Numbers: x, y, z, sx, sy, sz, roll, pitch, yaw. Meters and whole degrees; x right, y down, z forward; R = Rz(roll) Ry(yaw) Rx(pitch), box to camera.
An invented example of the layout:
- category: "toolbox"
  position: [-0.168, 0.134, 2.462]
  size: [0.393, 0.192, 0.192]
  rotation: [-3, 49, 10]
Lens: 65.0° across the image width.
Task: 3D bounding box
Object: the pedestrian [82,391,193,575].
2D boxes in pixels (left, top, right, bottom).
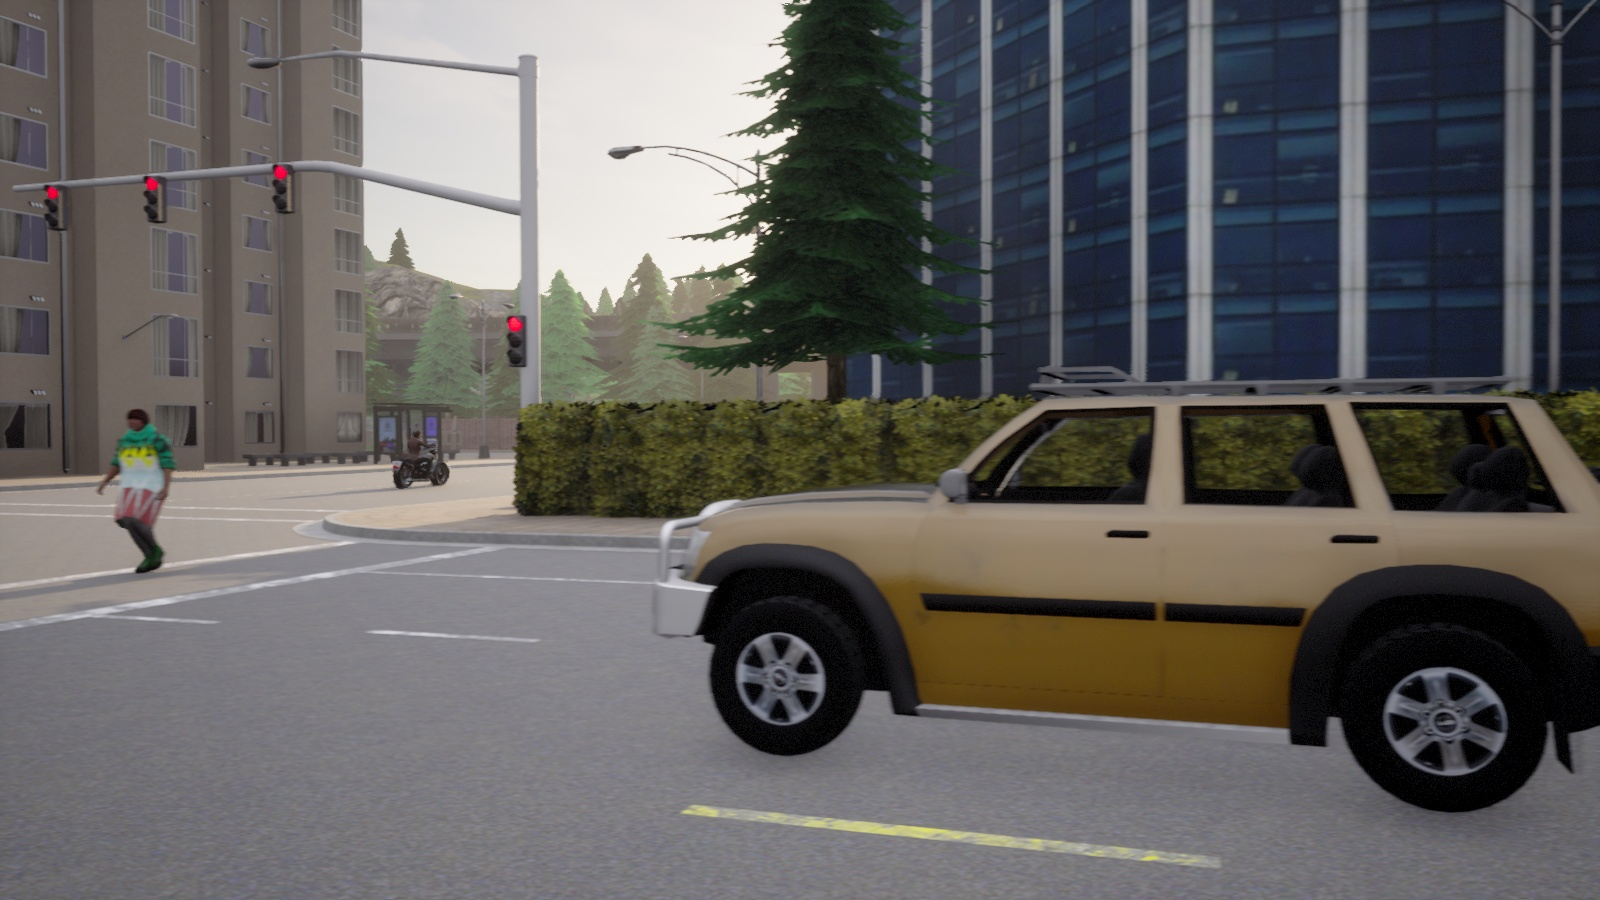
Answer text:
- category: "pedestrian"
  position: [-7.257, 0.339, 13.793]
  size: [0.659, 1.952, 0.873]
  rotation: [0, 1, 13]

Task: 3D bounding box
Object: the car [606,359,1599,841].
- category: "car"
  position: [1.537, 0.547, 6.365]
  size: [4.605, 1.855, 1.932]
  rotation: [1, 1, 19]

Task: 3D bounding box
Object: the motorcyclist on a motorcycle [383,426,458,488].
- category: "motorcyclist on a motorcycle"
  position: [-10.539, 0.178, 34.934]
  size: [0.766, 1.649, 2.350]
  rotation: [1, 1, 19]
